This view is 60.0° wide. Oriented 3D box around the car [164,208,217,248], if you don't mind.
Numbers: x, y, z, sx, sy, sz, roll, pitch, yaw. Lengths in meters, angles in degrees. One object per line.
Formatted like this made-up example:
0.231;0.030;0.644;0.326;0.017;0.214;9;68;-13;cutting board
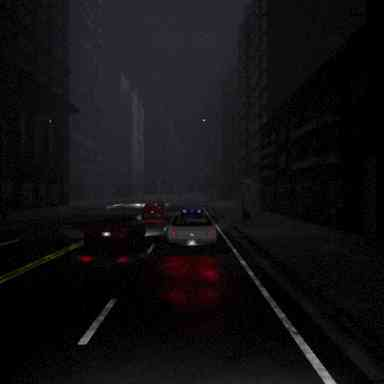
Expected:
0.000;1.614;14.680;1.895;1.301;4.718;0;0;0;car

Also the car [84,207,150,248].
-3.250;1.570;14.650;1.994;1.385;4.181;0;0;0;car

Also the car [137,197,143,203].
-9.750;1.702;66.621;1.895;1.301;4.718;0;0;0;car

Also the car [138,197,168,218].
-3.250;1.487;29.650;1.882;1.535;5.008;0;0;0;car

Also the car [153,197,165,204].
-6.500;1.647;66.651;1.994;1.385;4.181;0;0;0;car

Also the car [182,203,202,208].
0.000;1.619;29.680;1.895;1.301;4.718;0;0;0;car
